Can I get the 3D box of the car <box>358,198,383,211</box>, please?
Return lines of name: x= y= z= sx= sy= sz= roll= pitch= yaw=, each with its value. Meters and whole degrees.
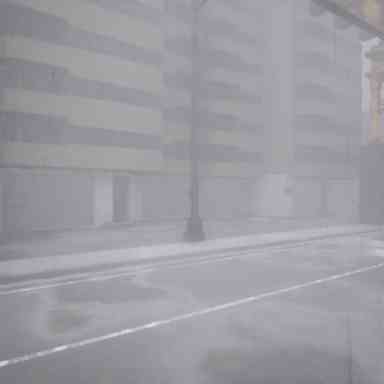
car: x=19.709 y=1.327 z=34.658 sx=1.853 sy=1.218 sz=4.536 roll=0 pitch=0 yaw=-11
